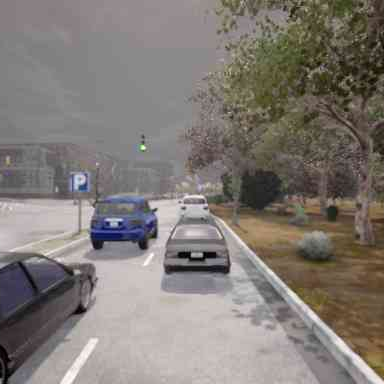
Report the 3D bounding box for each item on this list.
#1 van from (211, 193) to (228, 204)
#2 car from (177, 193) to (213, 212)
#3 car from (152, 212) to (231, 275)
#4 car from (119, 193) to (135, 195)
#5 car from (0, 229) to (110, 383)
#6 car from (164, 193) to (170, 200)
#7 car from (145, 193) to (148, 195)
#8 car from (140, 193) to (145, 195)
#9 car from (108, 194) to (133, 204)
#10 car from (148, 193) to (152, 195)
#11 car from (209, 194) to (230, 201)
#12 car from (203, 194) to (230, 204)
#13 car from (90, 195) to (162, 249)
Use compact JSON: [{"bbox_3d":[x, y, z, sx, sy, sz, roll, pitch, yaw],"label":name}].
[{"bbox_3d":[4.275,1.184,60.616,4.442,1.987,1.878,1,0,-14],"label":"van"},{"bbox_3d":[0.085,1.320,26.384,2.150,2.045,5.566,0,0,-3],"label":"car"},{"bbox_3d":[0.137,1.590,10.608,2.033,1.411,5.357,0,0,0],"label":"car"},{"bbox_3d":[-13.807,1.458,61.011,5.366,1.575,1.946,-1,0,-15],"label":"car"},{"bbox_3d":[-2.891,1.566,4.638,2.033,1.411,5.357,0,0,0],"label":"car"},{"bbox_3d":[-9.628,1.534,93.899,5.008,1.535,2.097,-1,0,-11],"label":"car"},{"bbox_3d":[-12.649,1.530,72.970,4.674,1.452,2.002,-1,0,-13],"label":"car"},{"bbox_3d":[-13.021,1.485,69.974,4.892,1.521,2.231,-1,-1,-14],"label":"car"},{"bbox_3d":[-13.714,1.345,63.964,4.553,1.767,2.185,-1,-1,-14],"label":"car"},{"bbox_3d":[-12.278,1.537,75.971,4.674,1.452,2.002,-1,-1,-13],"label":"car"},{"bbox_3d":[6.448,1.312,78.286,4.553,1.767,2.185,1,0,-12],"label":"car"},{"bbox_3d":[4.659,1.289,63.586,4.553,1.767,2.185,1,0,-14],"label":"car"},{"bbox_3d":[-2.828,1.282,14.891,2.150,2.045,5.566,0,0,1],"label":"car"}]
